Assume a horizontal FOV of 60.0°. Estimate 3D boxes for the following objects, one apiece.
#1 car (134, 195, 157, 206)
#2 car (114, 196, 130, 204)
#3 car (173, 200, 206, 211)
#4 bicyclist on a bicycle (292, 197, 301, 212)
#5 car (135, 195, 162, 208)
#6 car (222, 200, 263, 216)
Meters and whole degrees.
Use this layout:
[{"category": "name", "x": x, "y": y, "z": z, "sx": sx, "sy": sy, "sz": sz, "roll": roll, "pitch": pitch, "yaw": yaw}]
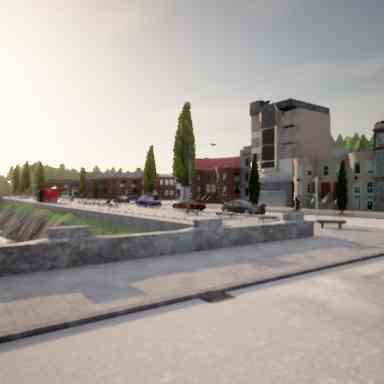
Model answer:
[{"category": "car", "x": -8.177, "y": 1.390, "z": 58.348, "sx": 2.097, "sy": 1.767, "sz": 4.553, "roll": 0, "pitch": 0, "yaw": -36}, {"category": "car", "x": -13.921, "y": 1.563, "z": 66.376, "sx": 1.812, "sy": 1.442, "sz": 4.674, "roll": 0, "pitch": 0, "yaw": -36}, {"category": "car", "x": -0.329, "y": 1.634, "z": 40.146, "sx": 1.895, "sy": 1.301, "sz": 4.718, "roll": 0, "pitch": 0, "yaw": -36}, {"category": "bicyclist on a bicycle", "x": 11.839, "y": 1.395, "z": 37.556, "sx": 1.656, "sy": 1.620, "sz": 0.582, "roll": 0, "pitch": 0, "yaw": -36}, {"category": "car", "x": -6.231, "y": 1.510, "z": 48.443, "sx": 1.882, "sy": 1.535, "sz": 5.008, "roll": 0, "pitch": 0, "yaw": -35}, {"category": "car", "x": 5.018, "y": 1.538, "z": 32.657, "sx": 1.837, "sy": 1.490, "sz": 4.892, "roll": 0, "pitch": 0, "yaw": -36}]
